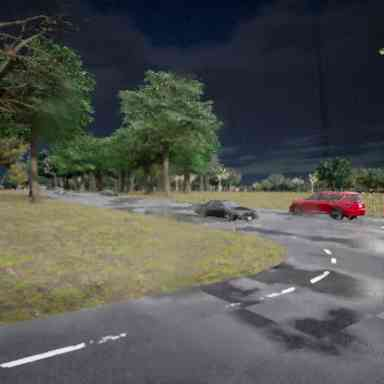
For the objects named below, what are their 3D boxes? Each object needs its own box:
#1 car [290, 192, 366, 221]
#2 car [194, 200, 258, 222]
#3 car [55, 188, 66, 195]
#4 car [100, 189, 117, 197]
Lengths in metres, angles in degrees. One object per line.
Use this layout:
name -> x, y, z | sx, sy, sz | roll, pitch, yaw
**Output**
car -> 10.141, 0.980, 25.215 | 2.150, 2.045, 5.566 | -1, 2, -35
car -> 2.310, 1.292, 24.198 | 2.033, 1.411, 5.357 | -1, 2, -35
car -> -26.828, -0.099, 67.768 | 2.128, 1.511, 4.902 | -1, 2, -28
car -> -15.368, 0.154, 61.204 | 1.994, 1.385, 4.181 | -1, 2, -35
